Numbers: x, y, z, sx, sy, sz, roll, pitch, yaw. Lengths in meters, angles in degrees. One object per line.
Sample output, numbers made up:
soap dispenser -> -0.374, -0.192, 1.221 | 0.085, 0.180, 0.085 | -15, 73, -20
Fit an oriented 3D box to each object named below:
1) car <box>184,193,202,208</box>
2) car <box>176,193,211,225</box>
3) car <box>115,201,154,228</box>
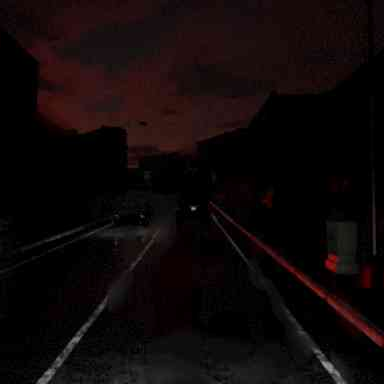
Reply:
car -> 0.080, 1.010, 41.331 | 2.128, 1.511, 4.902 | 0, 1, 0
car -> 0.089, 1.061, 22.619 | 2.150, 2.045, 5.566 | 0, 1, 0
car -> -3.609, 1.332, 21.426 | 1.882, 1.535, 5.008 | 0, 1, 0
